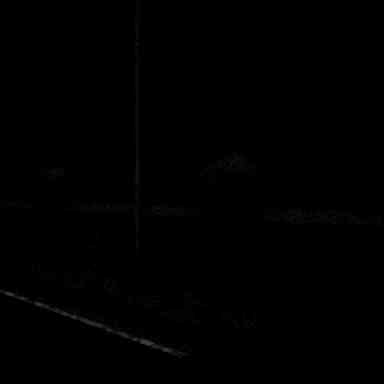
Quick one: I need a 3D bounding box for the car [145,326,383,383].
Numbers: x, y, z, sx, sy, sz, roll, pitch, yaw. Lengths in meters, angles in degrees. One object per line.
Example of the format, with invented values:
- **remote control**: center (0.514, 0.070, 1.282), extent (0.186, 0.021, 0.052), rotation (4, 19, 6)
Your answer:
- **car**: center (1.501, 1.566, 1.894), extent (4.313, 1.339, 1.947), rotation (0, 0, 35)
